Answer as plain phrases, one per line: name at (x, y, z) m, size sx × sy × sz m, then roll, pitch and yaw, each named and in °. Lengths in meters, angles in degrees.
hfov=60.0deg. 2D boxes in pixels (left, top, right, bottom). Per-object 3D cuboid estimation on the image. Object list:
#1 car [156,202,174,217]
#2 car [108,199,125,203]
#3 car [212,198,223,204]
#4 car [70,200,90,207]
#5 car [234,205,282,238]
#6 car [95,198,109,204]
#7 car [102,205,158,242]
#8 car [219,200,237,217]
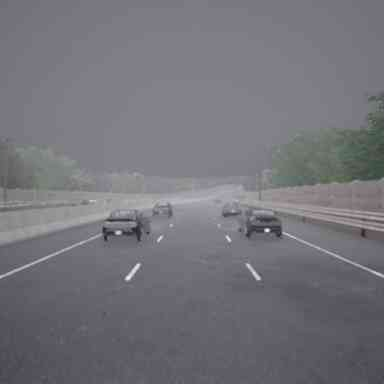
car at (-2.902, 1.785, 34.390) m, size 2.128 × 1.511 × 4.902 m, roll 0°, pitch -1°, yaw 2°
car at (-12.640, 2.148, 58.200) m, size 1.895 × 1.301 × 4.718 m, roll 0°, pitch -1°, yaw 3°
car at (7.232, 2.637, 94.069) m, size 1.837 × 1.490 × 4.892 m, roll 0°, pitch -1°, yaw 5°
car at (-19.620, 2.088, 58.550) m, size 2.033 × 1.411 × 5.357 m, roll 0°, pitch -1°, yaw 3°
car at (3.755, 1.663, 18.862) m, size 1.837 × 1.490 × 4.892 m, roll 0°, pitch -1°, yaw 1°
car at (-16.019, 1.923, 60.512) m, size 2.097 × 1.767 × 4.553 m, roll 0°, pitch -1°, yaw 3°
car at (-3.269, 1.634, 17.360) m, size 2.128 × 1.511 × 4.902 m, roll 0°, pitch 0°, yaw 1°
car at (4.117, 1.870, 34.978) m, size 1.994 × 1.385 × 4.181 m, roll 0°, pitch -1°, yaw 2°
